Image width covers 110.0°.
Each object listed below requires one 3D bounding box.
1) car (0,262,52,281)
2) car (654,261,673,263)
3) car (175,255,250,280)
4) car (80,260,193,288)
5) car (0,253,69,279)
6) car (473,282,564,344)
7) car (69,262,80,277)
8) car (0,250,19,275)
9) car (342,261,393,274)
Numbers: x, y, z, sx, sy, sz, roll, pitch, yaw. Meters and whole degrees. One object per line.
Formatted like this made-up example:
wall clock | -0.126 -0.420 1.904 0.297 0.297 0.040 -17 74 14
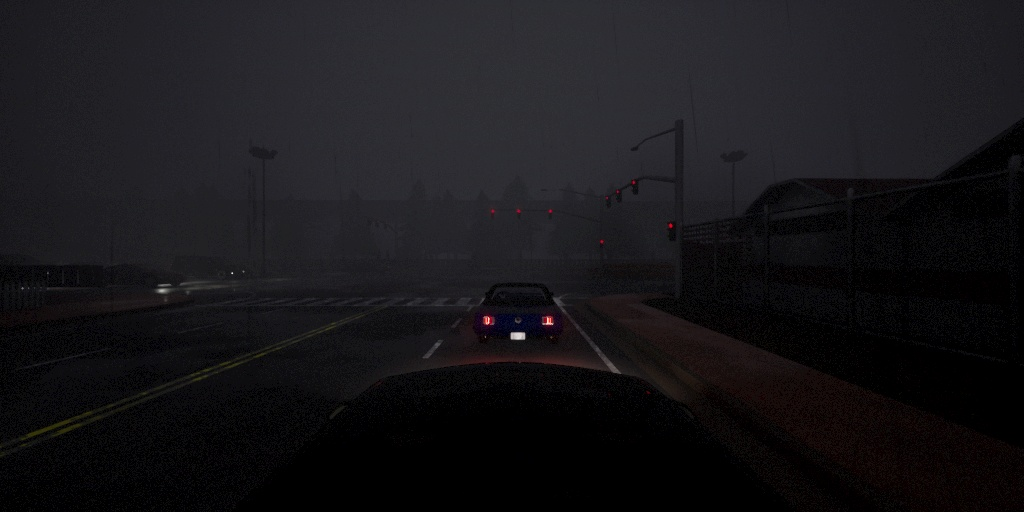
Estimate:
car | -33.138 1.267 23.044 4.181 1.385 1.994 1 0 -1
car | 17.192 1.275 41.574 4.674 1.442 1.812 0 0 -1
car | -25.393 0.965 30.172 5.566 2.045 2.150 0 0 -1
car | -24.156 1.225 23.190 5.008 1.535 1.882 0 0 -1
car | -37.153 0.818 26.480 5.566 2.045 2.150 2 0 -1
car | 0.191 1.351 9.556 1.895 1.301 4.718 0 0 2
car | -35.116 1.189 30.016 4.674 1.442 1.812 1 0 -1
car | -45.432 0.389 29.874 5.566 2.045 2.150 4 0 -1
car | -16.451 1.296 41.025 5.357 1.411 2.033 0 0 -1
